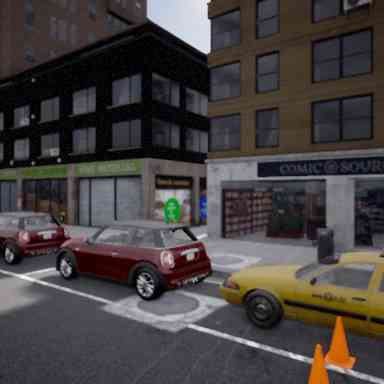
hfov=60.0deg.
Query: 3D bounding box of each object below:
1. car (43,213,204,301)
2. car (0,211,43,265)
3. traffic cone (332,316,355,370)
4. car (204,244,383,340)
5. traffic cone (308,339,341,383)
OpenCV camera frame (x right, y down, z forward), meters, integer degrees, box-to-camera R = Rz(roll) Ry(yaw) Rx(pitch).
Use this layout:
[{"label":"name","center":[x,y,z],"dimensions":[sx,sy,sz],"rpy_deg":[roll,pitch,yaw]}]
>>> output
[{"label":"car","center":[-1.615,1.419,8.354],"dimensions":[4.097,1.590,1.967],"rpy_deg":[0,0,35]},{"label":"car","center":[-6.113,1.400,11.560],"dimensions":[4.097,1.590,1.967],"rpy_deg":[0,0,35]},{"label":"traffic cone","center":[1.953,1.953,4.420],"dimensions":[0.340,0.580,0.340],"rpy_deg":[0,0,35]},{"label":"car","center":[2.745,1.523,5.248],"dimensions":[4.829,1.417,1.752],"rpy_deg":[0,0,35]},{"label":"traffic cone","center":[1.373,1.952,3.606],"dimensions":[0.340,0.580,0.340],"rpy_deg":[0,0,35]}]
